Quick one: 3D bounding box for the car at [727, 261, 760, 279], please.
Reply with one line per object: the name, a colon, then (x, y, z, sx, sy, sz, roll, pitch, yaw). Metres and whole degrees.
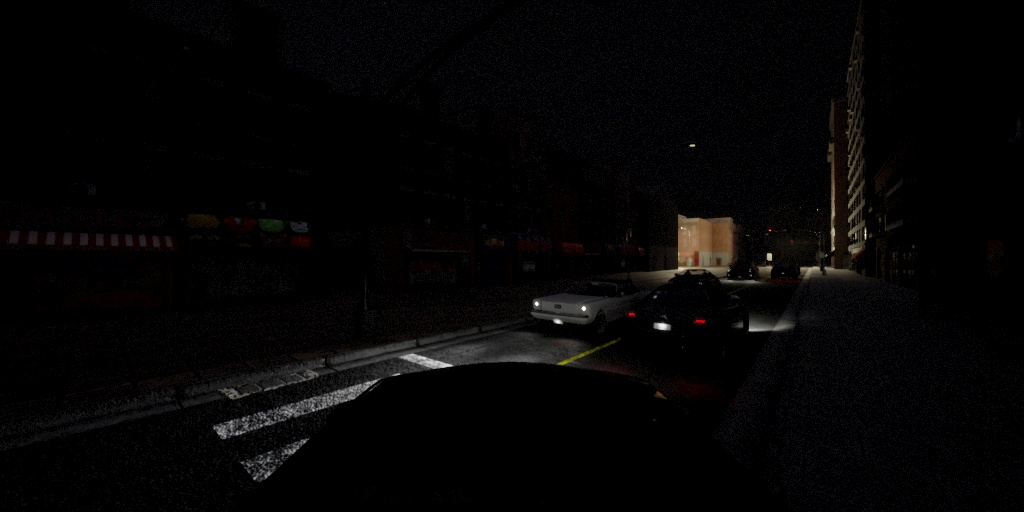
car: (21.489, 1.279, 33.266, 2.097, 1.767, 4.553, 0, 0, 41)

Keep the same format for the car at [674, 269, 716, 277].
car: (10.082, 1.412, 19.839, 1.994, 1.385, 4.181, 0, -1, 40)

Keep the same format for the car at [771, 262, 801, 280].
car: (25.896, 1.409, 34.038, 1.882, 1.535, 5.008, 0, -1, 40)

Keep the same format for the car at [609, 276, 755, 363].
car: (4.206, 1.344, 8.473, 1.994, 1.385, 4.181, 0, 0, 40)

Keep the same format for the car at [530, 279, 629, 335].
car: (2.610, 1.399, 11.000, 1.895, 1.301, 4.718, 0, 0, 40)
